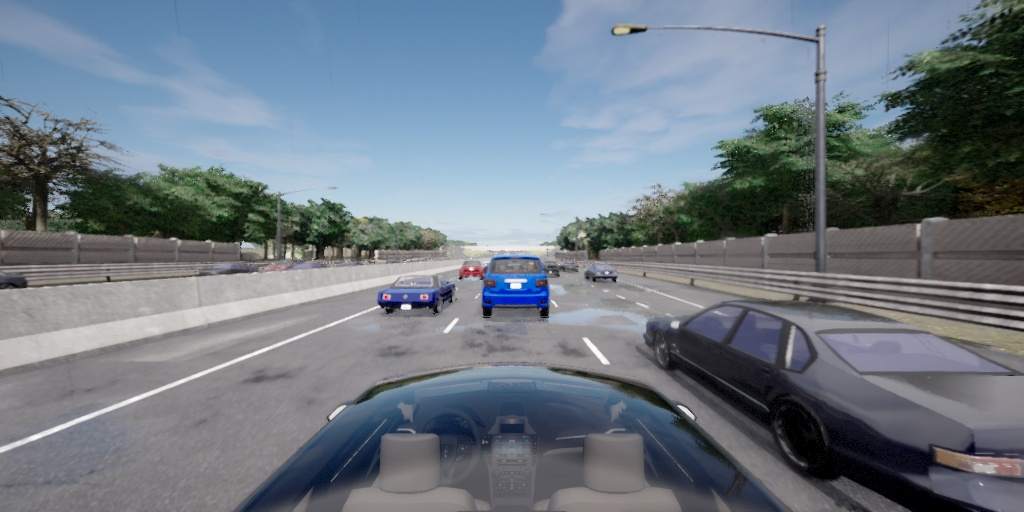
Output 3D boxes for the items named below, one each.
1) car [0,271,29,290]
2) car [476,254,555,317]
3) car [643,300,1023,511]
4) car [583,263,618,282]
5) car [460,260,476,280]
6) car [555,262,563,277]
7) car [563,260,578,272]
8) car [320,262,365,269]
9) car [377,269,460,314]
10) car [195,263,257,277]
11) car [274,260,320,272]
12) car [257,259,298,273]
[{"bbox_3d":[-23.826,1.232,14.907,2.128,1.511,4.902,0,0,-3],"label":"car"},{"bbox_3d":[0.120,0.964,13.202,2.150,2.045,5.566,0,0,0],"label":"car"},{"bbox_3d":[3.501,1.295,4.628,2.033,1.411,5.357,0,0,0],"label":"car"},{"bbox_3d":[7.002,1.294,28.667,2.033,1.411,5.357,0,0,2],"label":"car"},{"bbox_3d":[-3.294,1.100,31.284,2.097,1.767,4.553,0,0,0],"label":"car"},{"bbox_3d":[3.638,1.259,36.075,1.837,1.490,4.892,0,0,0],"label":"car"},{"bbox_3d":[7.299,1.261,46.170,2.128,1.511,4.902,0,0,1],"label":"car"},{"bbox_3d":[-13.992,1.251,30.694,1.837,1.490,4.892,0,0,0],"label":"car"},{"bbox_3d":[-3.379,1.342,13.694,1.895,1.301,4.718,0,0,0],"label":"car"},{"bbox_3d":[-24.423,1.293,31.105,2.033,1.411,5.357,0,0,-1],"label":"car"},{"bbox_3d":[-17.495,1.294,30.849,2.033,1.411,5.357,0,0,0],"label":"car"},{"bbox_3d":[-20.969,1.101,33.526,2.097,1.767,4.553,0,0,1],"label":"car"}]
